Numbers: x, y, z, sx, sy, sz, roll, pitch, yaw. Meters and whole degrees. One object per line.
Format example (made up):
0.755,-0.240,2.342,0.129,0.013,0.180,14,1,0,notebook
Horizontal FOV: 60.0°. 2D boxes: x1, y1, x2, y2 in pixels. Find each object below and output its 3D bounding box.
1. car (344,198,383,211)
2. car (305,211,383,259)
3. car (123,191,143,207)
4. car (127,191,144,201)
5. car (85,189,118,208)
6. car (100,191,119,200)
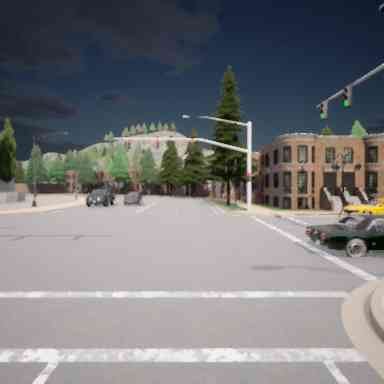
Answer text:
12.615,1.146,21.838,5.008,1.535,1.882,0,1,0,car
6.457,1.433,11.228,4.718,1.301,1.895,0,1,0,car
-6.931,0.905,39.545,1.837,1.490,4.892,0,1,-2,car
-9.686,0.616,56.941,1.882,1.535,5.008,0,1,-20,car
-10.368,0.647,37.881,2.150,2.045,5.566,0,1,-1,car
-15.276,0.618,61.461,2.033,1.411,5.357,0,1,-28,car
